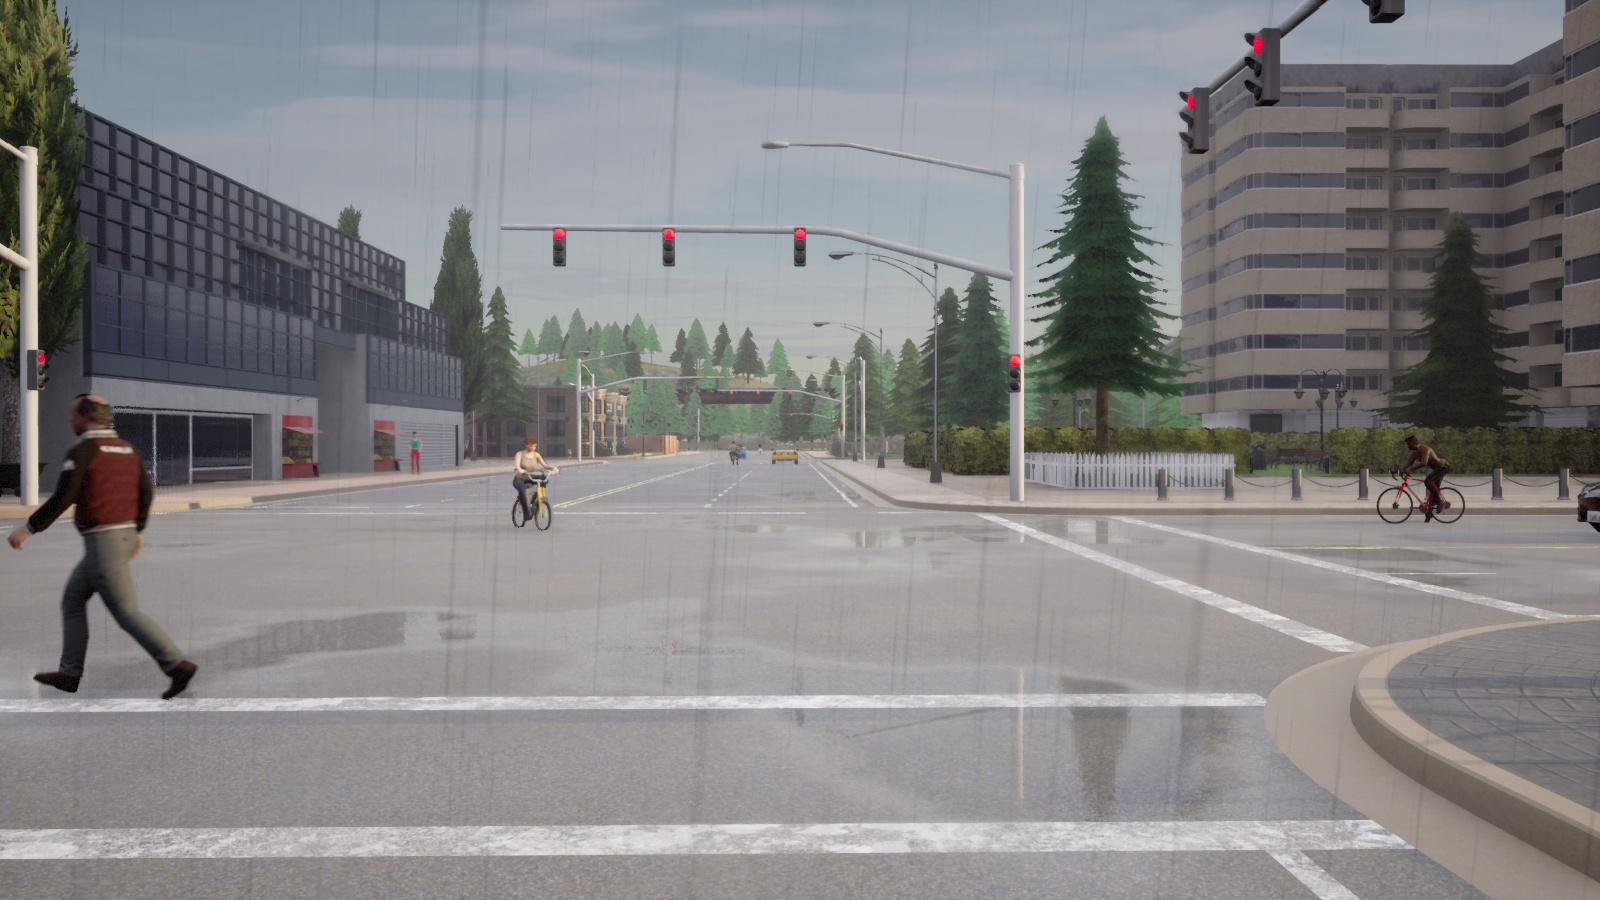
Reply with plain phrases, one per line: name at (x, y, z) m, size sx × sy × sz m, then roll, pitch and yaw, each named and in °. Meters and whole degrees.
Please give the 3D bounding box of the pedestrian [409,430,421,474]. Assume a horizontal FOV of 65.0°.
pedestrian at (-16.065, 0.096, 52.415) m, size 0.345 × 1.836 × 0.594 m, roll 0°, pitch 0°, yaw -1°

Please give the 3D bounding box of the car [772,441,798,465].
car at (-1.048, 0.189, 87.747) m, size 1.801 × 1.575 × 5.366 m, roll 0°, pitch 0°, yaw -1°

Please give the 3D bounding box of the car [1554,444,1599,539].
car at (14.827, 0.647, 19.625) m, size 4.792 × 1.488 × 2.163 m, roll 0°, pitch 0°, yaw -1°

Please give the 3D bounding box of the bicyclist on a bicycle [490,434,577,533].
bicyclist on a bicycle at (-4.564, 0.558, 21.446) m, size 0.866 × 1.612 × 1.509 m, roll 2°, pitch -1°, yaw -37°

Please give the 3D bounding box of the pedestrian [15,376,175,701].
pedestrian at (-4.112, 0.504, 7.343) m, size 0.720 × 1.854 × 0.376 m, roll 0°, pitch 0°, yaw 1°

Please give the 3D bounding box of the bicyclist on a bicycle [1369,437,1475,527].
bicyclist on a bicycle at (11.414, 0.578, 23.080) m, size 1.656 × 1.620 × 0.582 m, roll 0°, pitch 0°, yaw -1°
